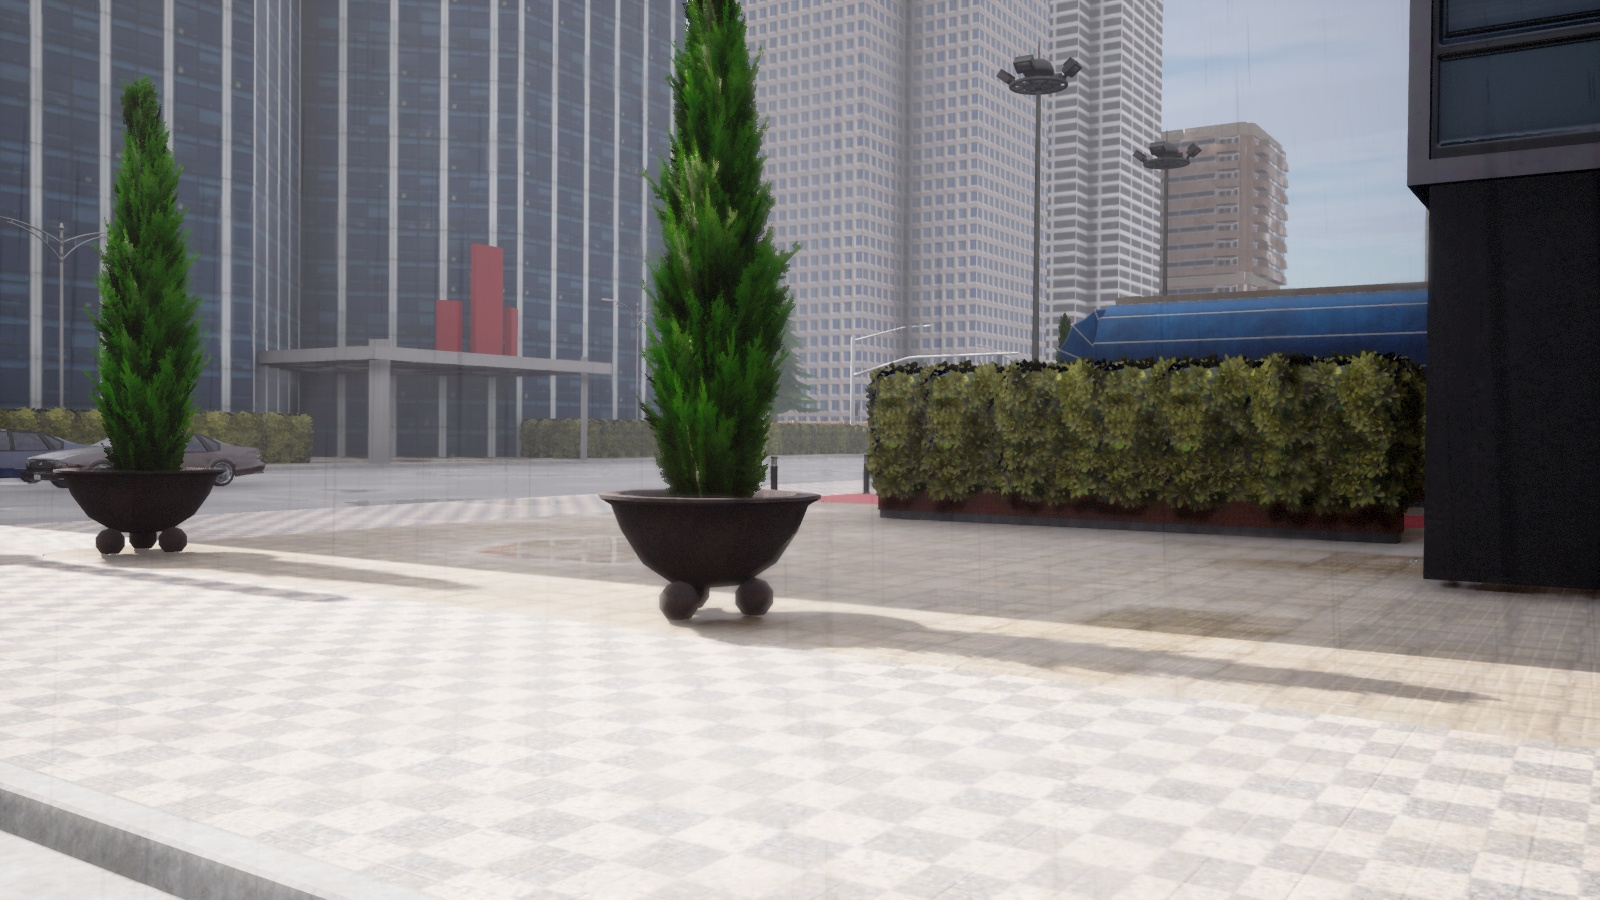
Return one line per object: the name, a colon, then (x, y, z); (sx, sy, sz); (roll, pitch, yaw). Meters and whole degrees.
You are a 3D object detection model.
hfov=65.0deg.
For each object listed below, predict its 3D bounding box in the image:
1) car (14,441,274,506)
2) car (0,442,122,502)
car: (-15.982, 0.503, 30.944); (2.033, 1.411, 5.357); (0, 1, 33)
car: (-20.037, 0.537, 31.129); (2.033, 1.411, 5.357); (0, 1, 33)
